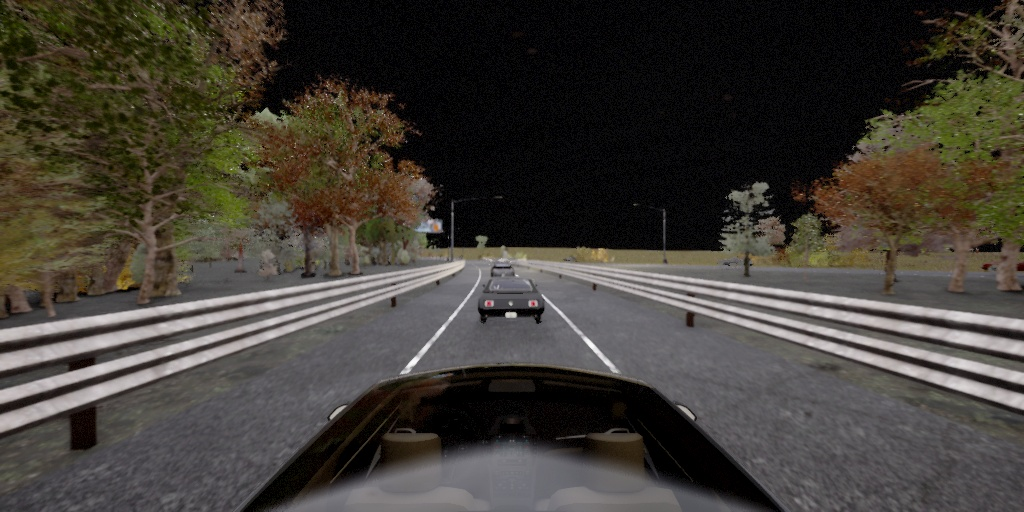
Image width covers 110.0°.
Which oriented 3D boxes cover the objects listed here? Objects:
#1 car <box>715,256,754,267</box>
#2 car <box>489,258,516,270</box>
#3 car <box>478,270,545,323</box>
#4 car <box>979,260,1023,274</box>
[{"bbox_3d":[28.421,0.704,45.902,1.994,1.385,4.181,-1,0,-26],"label":"car"},{"bbox_3d":[-0.800,1.194,28.812,2.128,1.511,4.902,0,0,-3],"label":"car"},{"bbox_3d":[-0.065,1.330,12.065,1.895,1.301,4.718,0,0,-1],"label":"car"},{"bbox_3d":[38.044,0.686,26.169,1.895,1.301,4.718,-1,0,-26],"label":"car"}]
